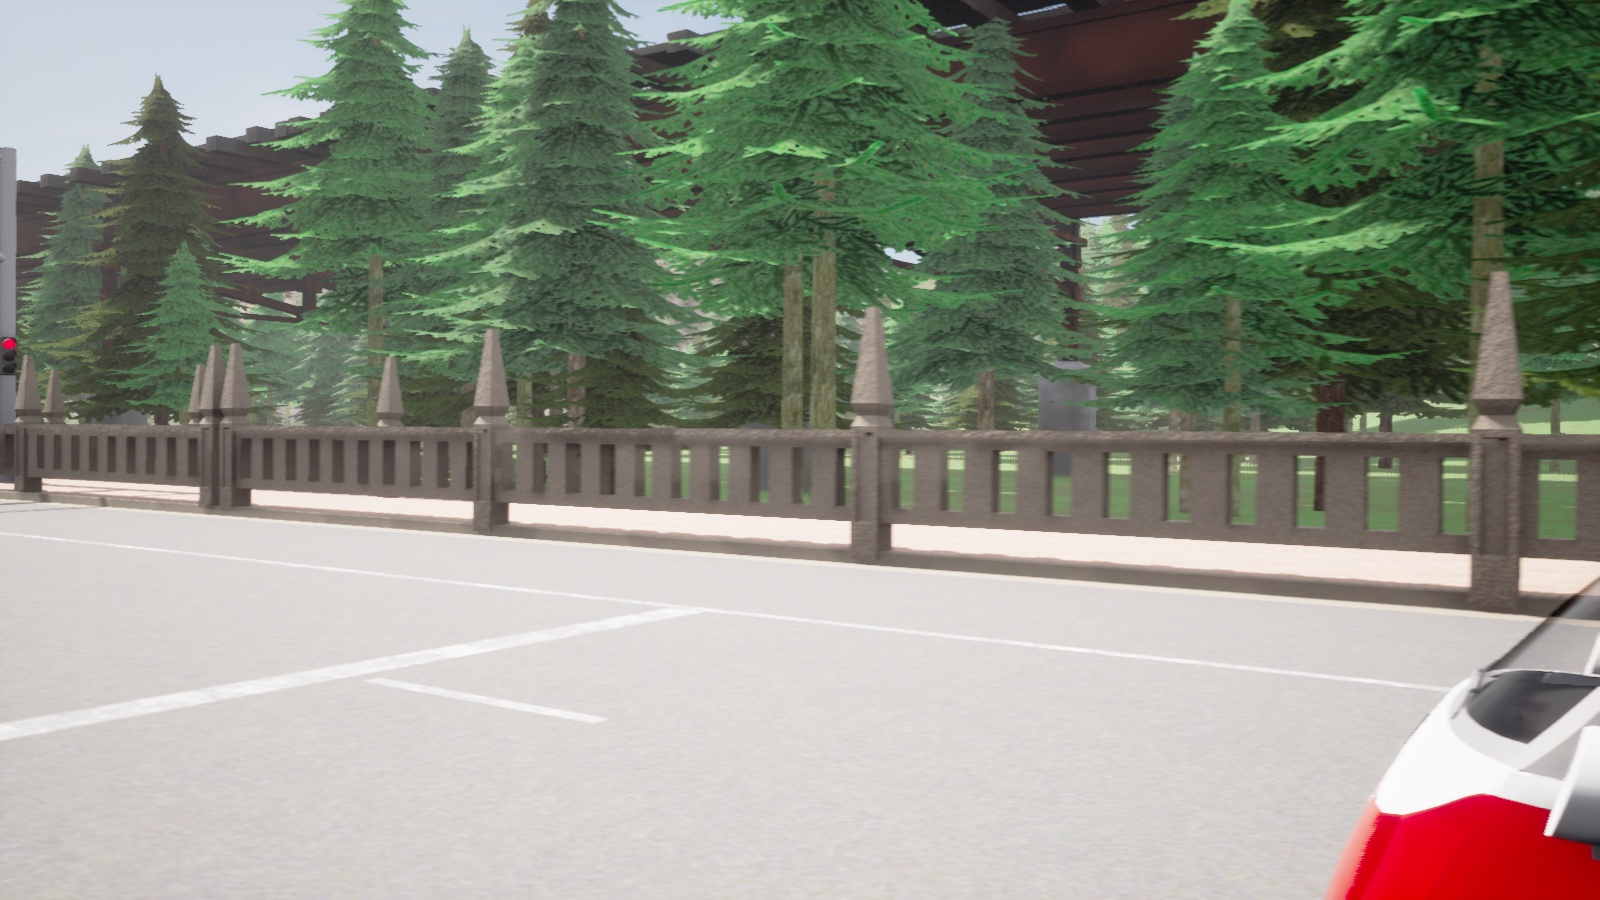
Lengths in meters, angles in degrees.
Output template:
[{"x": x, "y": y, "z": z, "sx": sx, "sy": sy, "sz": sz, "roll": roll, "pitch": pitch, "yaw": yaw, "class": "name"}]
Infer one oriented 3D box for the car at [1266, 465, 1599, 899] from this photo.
[{"x": 2.147, "y": 0.738, "z": 2.198, "sx": 2.207, "sy": 1.376, "sz": 1.481, "roll": 0, "pitch": 1, "yaw": 34, "class": "car"}]
